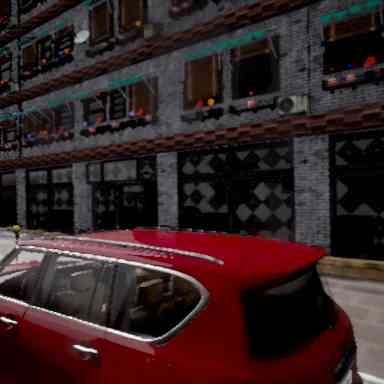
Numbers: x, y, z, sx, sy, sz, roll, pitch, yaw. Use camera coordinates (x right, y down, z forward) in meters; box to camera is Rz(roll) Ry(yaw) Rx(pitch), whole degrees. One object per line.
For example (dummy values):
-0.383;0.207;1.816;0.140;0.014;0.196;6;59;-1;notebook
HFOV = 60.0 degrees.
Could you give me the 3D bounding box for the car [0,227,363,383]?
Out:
-0.935;1.316;3.562;5.009;1.841;2.192;0;-1;36;car
